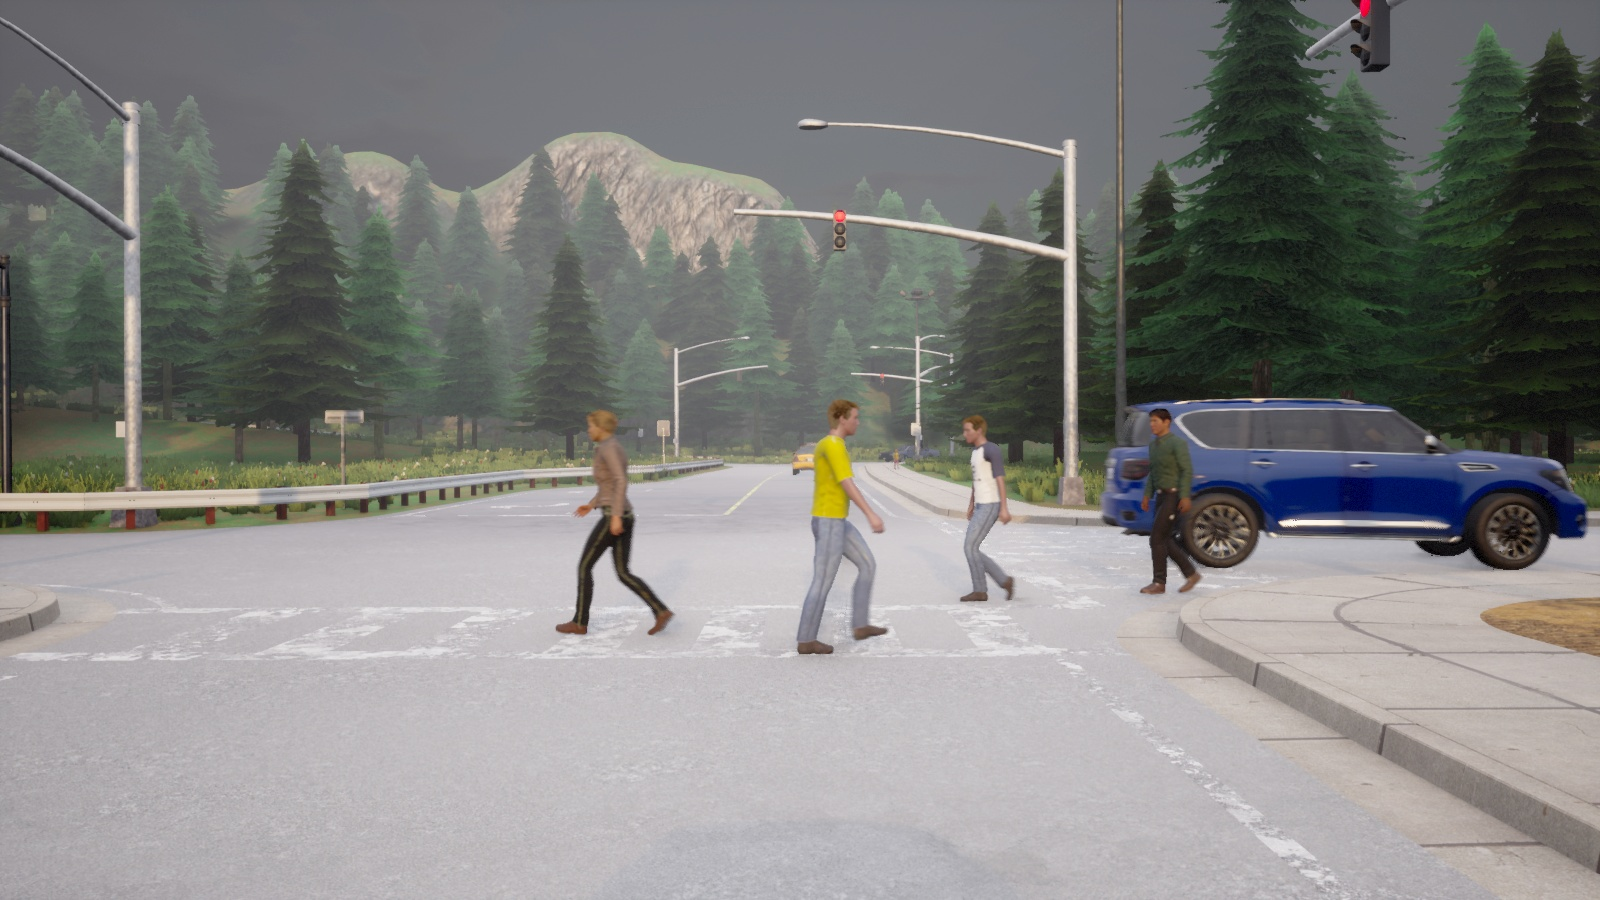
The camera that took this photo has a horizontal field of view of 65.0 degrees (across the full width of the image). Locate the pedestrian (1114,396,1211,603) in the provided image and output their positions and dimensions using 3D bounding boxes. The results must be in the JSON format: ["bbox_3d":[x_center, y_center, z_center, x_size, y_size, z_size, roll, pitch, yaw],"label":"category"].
[{"bbox_3d":[3.496,0.461,12.110,0.788,1.949,0.423,0,0,-12],"label":"pedestrian"}]

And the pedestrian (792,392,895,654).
[{"bbox_3d":[0.303,0.509,8.965,0.706,1.836,0.354,0,0,-2],"label":"pedestrian"}]

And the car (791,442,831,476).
[{"bbox_3d":[0.569,0.395,60.659,1.801,1.575,5.366,0,0,2],"label":"car"}]

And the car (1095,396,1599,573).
[{"bbox_3d":[6.690,0.394,15.808,5.566,2.045,2.150,0,0,6],"label":"car"}]

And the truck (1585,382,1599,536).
[{"bbox_3d":[15.399,0.143,19.159,5.204,2.467,2.627,0,0,1],"label":"truck"}]

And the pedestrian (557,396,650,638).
[{"bbox_3d":[-1.531,0.512,9.795,0.634,1.846,0.331,0,0,11],"label":"pedestrian"}]

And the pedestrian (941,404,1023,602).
[{"bbox_3d":[1.715,0.490,11.849,0.706,1.836,0.354,0,0,-3],"label":"pedestrian"}]
